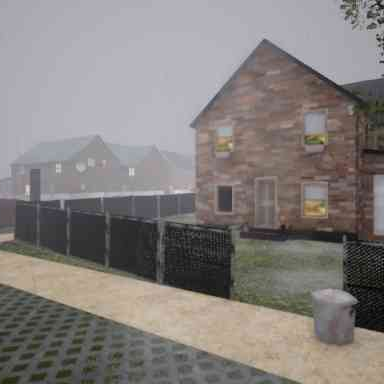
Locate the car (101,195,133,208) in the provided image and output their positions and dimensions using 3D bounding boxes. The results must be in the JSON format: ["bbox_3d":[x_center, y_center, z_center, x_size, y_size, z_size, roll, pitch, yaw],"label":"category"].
[{"bbox_3d":[-6.529,0.974,29.784,1.812,1.442,4.674,0,1,34],"label":"car"}]

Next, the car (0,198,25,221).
[{"bbox_3d":[-12.143,1.170,21.271,1.882,1.535,5.008,0,1,32],"label":"car"}]

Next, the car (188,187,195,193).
[{"bbox_3d":[1.045,0.351,41.154,2.150,2.045,5.566,0,1,34],"label":"car"}]
